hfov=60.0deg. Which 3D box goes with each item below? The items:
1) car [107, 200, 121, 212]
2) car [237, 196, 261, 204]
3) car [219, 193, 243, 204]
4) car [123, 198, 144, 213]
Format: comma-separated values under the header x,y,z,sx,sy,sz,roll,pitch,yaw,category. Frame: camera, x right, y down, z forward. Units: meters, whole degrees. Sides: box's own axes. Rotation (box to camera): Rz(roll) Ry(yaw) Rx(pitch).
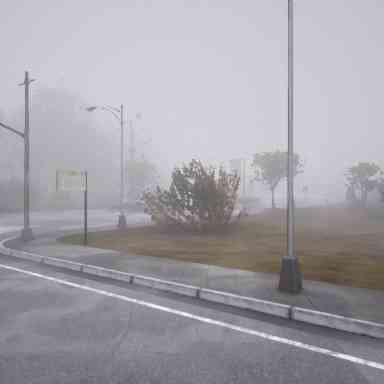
x,y,z,sx,sy,sz,roll,pitch,yaw,category
-7.650,1.469,39.102,1.882,1.535,5.008,0,0,39,car
9.540,1.337,54.901,1.895,1.301,4.718,0,1,38,car
6.714,1.089,56.974,2.097,1.767,4.553,0,1,38,car
-4.882,1.468,36.959,1.882,1.535,5.008,0,0,39,car
